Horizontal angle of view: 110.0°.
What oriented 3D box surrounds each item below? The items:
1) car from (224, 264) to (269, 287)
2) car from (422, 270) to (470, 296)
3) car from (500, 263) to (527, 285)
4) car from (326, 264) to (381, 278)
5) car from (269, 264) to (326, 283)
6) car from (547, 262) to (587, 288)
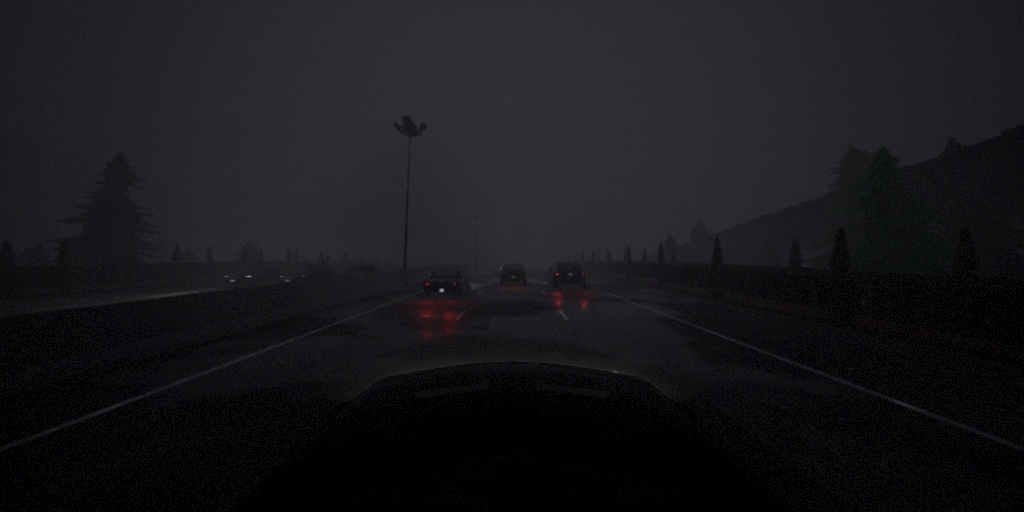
[{"bbox_3d":[-17.586,1.298,25.034,2.128,1.511,4.902,0,0,0],"label":"car"},{"bbox_3d":[-3.405,1.391,19.574,1.895,1.301,4.718,0,0,0],"label":"car"},{"bbox_3d":[0.105,1.291,26.984,1.882,1.535,5.008,0,0,0],"label":"car"},{"bbox_3d":[-10.586,1.311,24.890,1.837,1.490,4.892,0,0,0],"label":"car"},{"bbox_3d":[-14.086,1.298,25.033,2.128,1.511,4.902,0,0,0],"label":"car"},{"bbox_3d":[3.602,1.156,24.168,2.097,1.767,4.553,0,0,0],"label":"car"}]
